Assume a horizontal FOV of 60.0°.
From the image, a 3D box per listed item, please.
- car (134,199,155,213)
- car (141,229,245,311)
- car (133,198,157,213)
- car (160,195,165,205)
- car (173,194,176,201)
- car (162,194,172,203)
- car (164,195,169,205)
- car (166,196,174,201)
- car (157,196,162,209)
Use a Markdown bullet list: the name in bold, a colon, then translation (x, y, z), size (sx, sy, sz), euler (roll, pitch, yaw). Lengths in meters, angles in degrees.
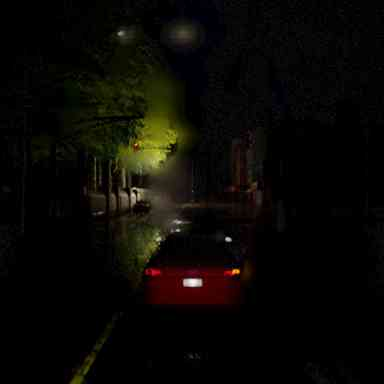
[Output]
- **car**: translation (-5.510, 1.553, 38.963), size (1.752, 1.417, 4.829), euler (1, 0, 0)
- **car**: translation (0.031, 1.566, 7.861), size (1.994, 1.385, 4.181), euler (0, 0, 0)
- **car**: translation (-5.472, 1.576, 36.990), size (2.008, 1.369, 4.403), euler (1, 0, 0)
- **car**: translation (-5.533, 1.612, 49.575), size (1.947, 1.339, 4.313), euler (1, 0, 0)
- **car**: translation (-5.760, 1.599, 82.276), size (1.967, 1.590, 4.097), euler (1, 0, 0)
- **car**: translation (-5.642, 1.406, 65.926), size (2.192, 1.841, 5.009), euler (1, 0, 0)
- **car**: translation (-5.610, 1.655, 60.475), size (1.802, 1.307, 4.206), euler (1, 0, 0)
- **car**: translation (-5.799, 1.711, 87.556), size (1.752, 1.417, 4.829), euler (1, 0, 0)
- **car**: translation (-5.494, 1.587, 44.125), size (2.008, 1.369, 4.403), euler (1, 0, 0)
